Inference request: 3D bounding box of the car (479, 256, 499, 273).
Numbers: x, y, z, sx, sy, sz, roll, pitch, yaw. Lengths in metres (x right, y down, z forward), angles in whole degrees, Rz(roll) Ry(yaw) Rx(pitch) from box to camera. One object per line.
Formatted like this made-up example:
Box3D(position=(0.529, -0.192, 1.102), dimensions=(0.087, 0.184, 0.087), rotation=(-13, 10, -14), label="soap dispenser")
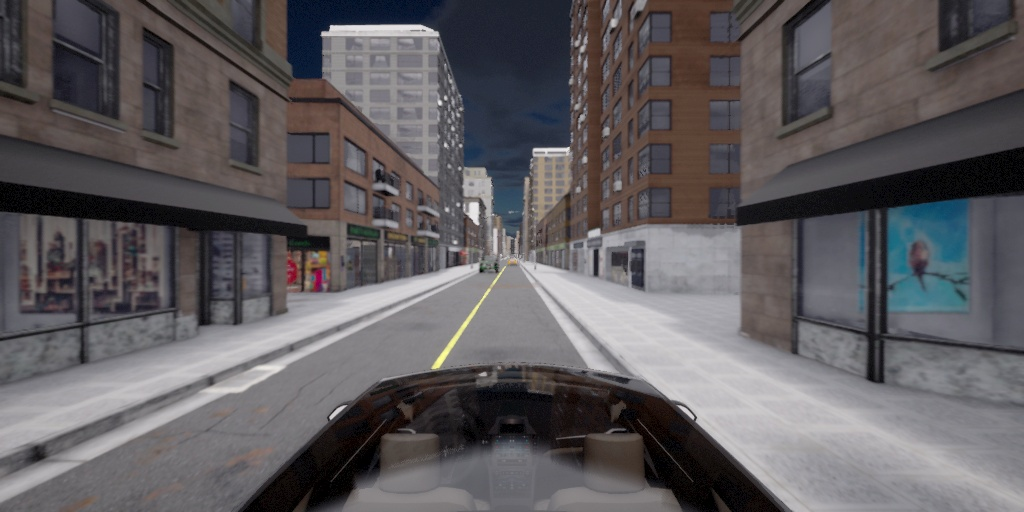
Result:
Box3D(position=(-2.687, 0.975, 43.112), dimensions=(2.150, 2.045, 5.566), rotation=(0, 0, 0), label="car")
